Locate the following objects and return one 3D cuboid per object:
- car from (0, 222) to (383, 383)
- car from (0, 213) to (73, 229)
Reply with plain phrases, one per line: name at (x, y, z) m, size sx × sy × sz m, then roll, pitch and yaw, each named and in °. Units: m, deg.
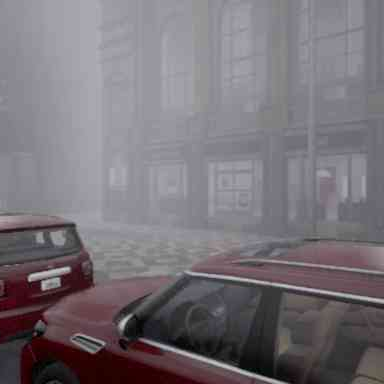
car at (0.780, 1.312, 2.523) m, size 5.009 × 1.841 × 2.192 m, roll 0°, pitch 0°, yaw 35°
car at (-3.811, 1.288, 5.797) m, size 5.009 × 1.841 × 2.192 m, roll 0°, pitch 0°, yaw 35°
